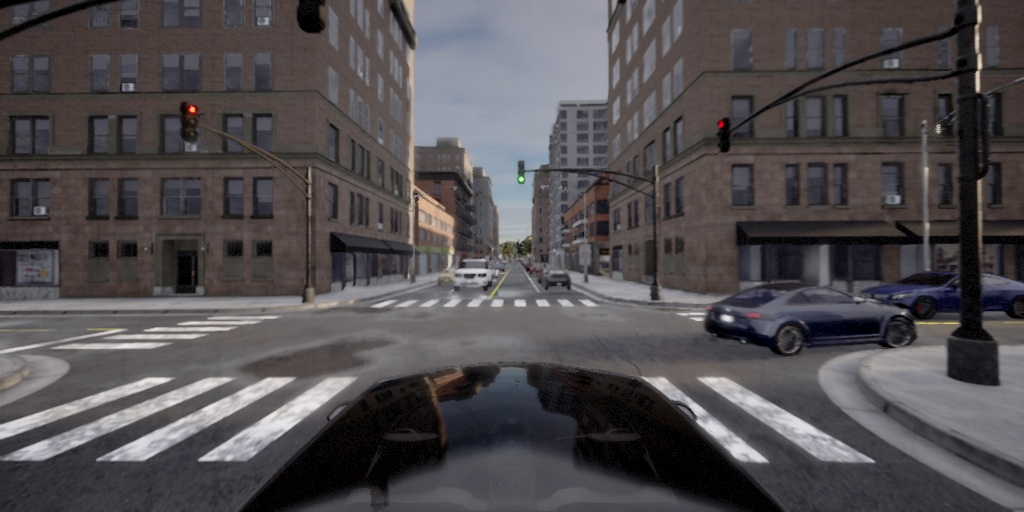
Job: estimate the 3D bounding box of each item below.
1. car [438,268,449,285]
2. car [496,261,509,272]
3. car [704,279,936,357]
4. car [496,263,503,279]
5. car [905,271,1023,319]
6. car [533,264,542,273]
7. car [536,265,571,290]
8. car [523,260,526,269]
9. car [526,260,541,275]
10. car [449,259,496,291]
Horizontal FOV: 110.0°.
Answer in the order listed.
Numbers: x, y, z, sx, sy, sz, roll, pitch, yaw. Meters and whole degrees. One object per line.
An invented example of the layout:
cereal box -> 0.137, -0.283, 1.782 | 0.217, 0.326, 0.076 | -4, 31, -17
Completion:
car -> -5.010, 1.587, 29.899 | 1.751, 1.417, 4.829 | 0, 0, 1
car -> -2.042, 1.871, 57.216 | 2.033, 1.411, 5.357 | 0, -1, 1
car -> 6.719, 1.317, 8.256 | 4.181, 1.385, 1.994 | -1, -1, -10
car -> -2.356, 1.737, 38.520 | 1.895, 1.301, 4.718 | 0, -1, 1
car -> 14.364, 1.233, 11.913 | 4.674, 1.442, 1.812 | -1, -1, 2
car -> 3.016, 1.610, 29.969 | 1.802, 1.307, 4.207 | 0, 0, 1
car -> 2.945, 1.521, 24.288 | 2.007, 1.370, 4.403 | 0, 0, 1
car -> 3.375, 1.627, 58.375 | 2.192, 1.841, 5.009 | 0, 0, 1
car -> 3.232, 1.639, 47.012 | 1.967, 1.591, 4.097 | 0, 0, 1
car -> -2.544, 1.217, 24.477 | 2.150, 2.045, 5.566 | 0, -1, 1
